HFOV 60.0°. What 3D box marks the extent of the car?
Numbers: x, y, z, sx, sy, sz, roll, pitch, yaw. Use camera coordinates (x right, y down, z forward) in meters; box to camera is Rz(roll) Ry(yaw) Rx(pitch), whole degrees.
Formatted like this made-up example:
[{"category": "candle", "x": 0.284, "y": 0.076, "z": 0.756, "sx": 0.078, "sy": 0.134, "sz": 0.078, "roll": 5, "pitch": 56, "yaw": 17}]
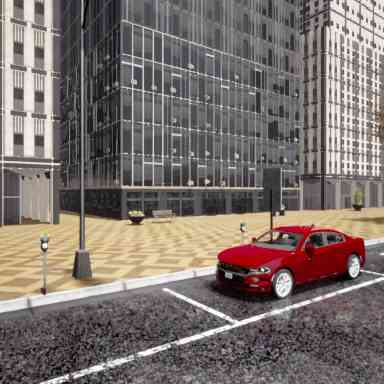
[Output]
[{"category": "car", "x": 2.611, "y": 1.545, "z": 8.426, "sx": 4.507, "sy": 1.381, "sz": 1.887, "roll": 0, "pitch": 0, "yaw": -36}]
